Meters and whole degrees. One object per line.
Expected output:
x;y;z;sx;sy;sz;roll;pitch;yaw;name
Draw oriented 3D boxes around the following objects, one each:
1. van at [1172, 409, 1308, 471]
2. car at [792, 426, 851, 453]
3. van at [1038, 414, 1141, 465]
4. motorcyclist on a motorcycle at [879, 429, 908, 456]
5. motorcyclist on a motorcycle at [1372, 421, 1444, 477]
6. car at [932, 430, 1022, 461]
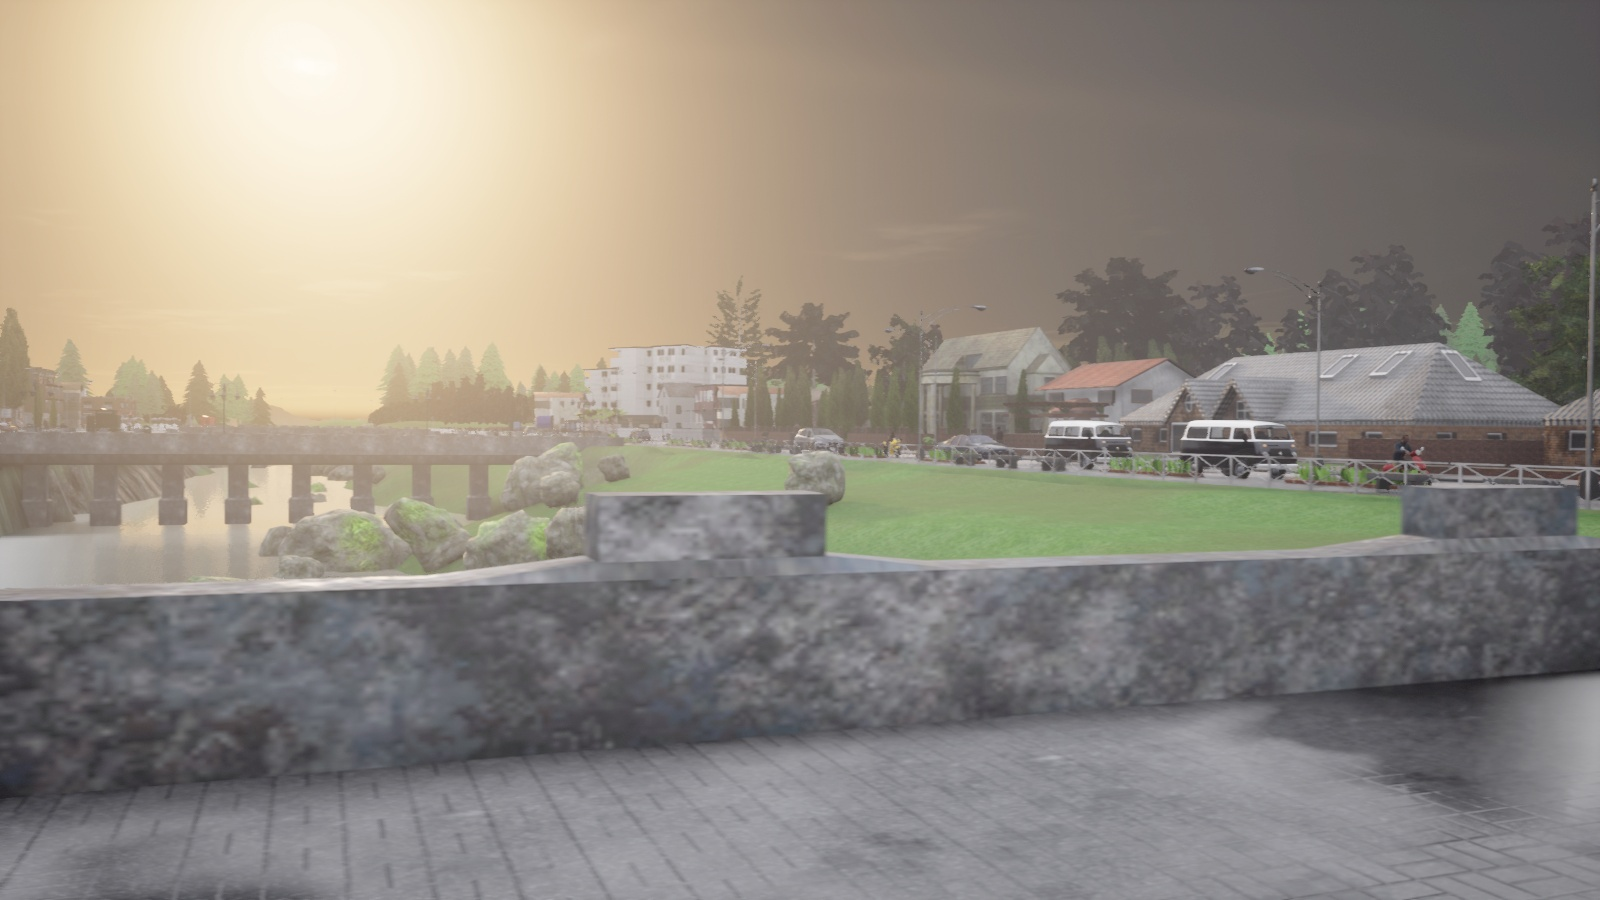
15.297;-0.358;43.910;2.069;2.038;4.480;-1;1;-21;van
1.343;-0.684;80.643;2.242;1.667;4.611;-1;1;-21;car
12.033;-0.463;52.499;2.069;2.038;4.480;-1;1;-21;van
5.238;-0.421;70.397;0.797;1.523;2.044;-1;1;-21;motorcyclist on a motorcycle
17.916;-0.045;37.025;0.866;1.590;1.817;-1;1;-21;motorcyclist on a motorcycle
8.590;-0.249;61.576;2.033;1.411;5.357;-1;1;-21;car
